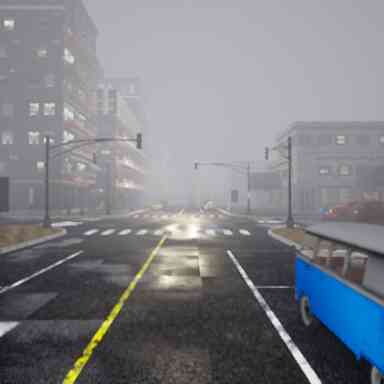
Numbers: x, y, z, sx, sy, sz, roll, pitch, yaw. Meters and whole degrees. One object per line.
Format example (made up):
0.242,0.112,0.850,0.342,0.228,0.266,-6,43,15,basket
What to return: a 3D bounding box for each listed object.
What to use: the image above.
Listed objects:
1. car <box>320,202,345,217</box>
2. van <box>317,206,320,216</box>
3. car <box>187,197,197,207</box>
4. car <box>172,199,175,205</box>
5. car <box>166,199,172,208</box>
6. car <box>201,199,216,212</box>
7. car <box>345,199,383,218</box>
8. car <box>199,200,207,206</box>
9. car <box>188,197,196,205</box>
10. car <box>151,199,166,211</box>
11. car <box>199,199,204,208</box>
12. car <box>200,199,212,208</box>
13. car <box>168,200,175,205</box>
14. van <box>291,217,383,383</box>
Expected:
15.486,1.707,31.221,5.566,2.045,2.150,0,-1,0,car
14.893,1.871,33.809,3.998,1.788,1.690,0,-1,0,van
-0.015,2.433,76.094,2.097,1.767,4.553,0,-1,0,car
-5.704,2.643,77.009,2.008,1.369,4.403,0,-1,0,car
-5.700,2.241,65.936,2.192,1.841,5.009,0,-1,0,car
2.683,2.212,49.489,1.752,1.417,4.829,0,-1,0,car
14.917,1.693,25.431,5.009,1.841,2.192,0,-1,0,car
2.676,2.727,82.550,2.008,1.369,4.403,0,-1,0,car
-0.016,2.345,86.159,2.150,2.045,5.566,0,-1,0,car
-5.699,2.287,54.685,1.752,1.417,4.829,0,-1,0,car
2.680,2.427,60.395,1.802,1.307,4.206,0,-1,0,car
2.680,2.241,65.938,2.192,1.841,5.009,0,-1,0,car
-5.707,2.891,93.626,1.887,1.381,4.507,0,-1,0,car
2.660,1.403,4.539,1.690,1.788,3.998,0,-1,0,van
